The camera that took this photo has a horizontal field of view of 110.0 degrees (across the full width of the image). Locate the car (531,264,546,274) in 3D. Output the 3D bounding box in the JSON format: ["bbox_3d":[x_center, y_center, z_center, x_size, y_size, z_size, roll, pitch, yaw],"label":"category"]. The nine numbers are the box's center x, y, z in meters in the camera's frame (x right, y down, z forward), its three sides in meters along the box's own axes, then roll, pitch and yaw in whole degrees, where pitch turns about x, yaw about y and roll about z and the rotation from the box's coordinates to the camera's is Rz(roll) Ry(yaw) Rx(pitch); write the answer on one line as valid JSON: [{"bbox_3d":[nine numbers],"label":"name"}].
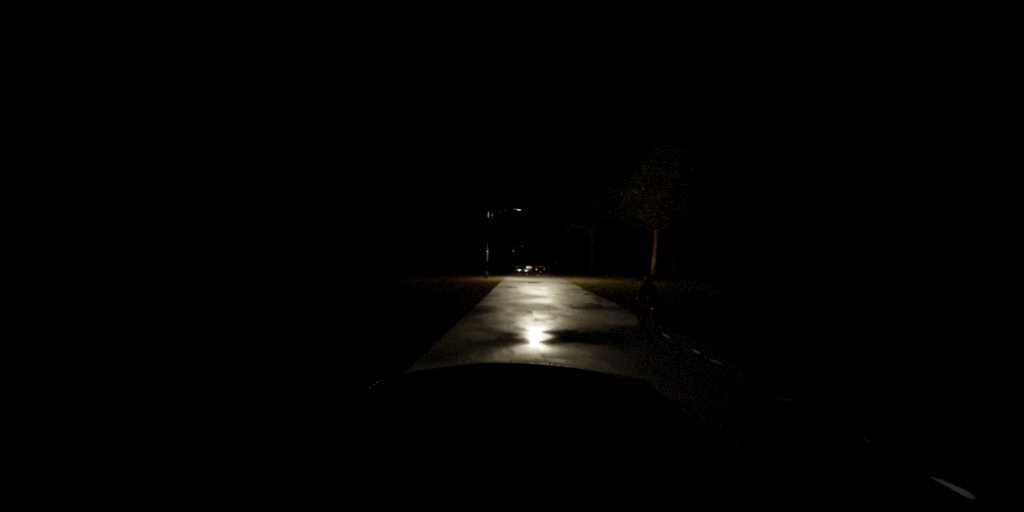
[{"bbox_3d":[4.539,2.176,58.569,1.895,1.301,4.718,1,-1,2],"label":"car"}]

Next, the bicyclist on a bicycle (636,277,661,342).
[{"bbox_3d":[3.654,1.399,9.627,0.582,1.620,1.656,1,-1,2],"label":"bicyclist on a bicycle"}]
